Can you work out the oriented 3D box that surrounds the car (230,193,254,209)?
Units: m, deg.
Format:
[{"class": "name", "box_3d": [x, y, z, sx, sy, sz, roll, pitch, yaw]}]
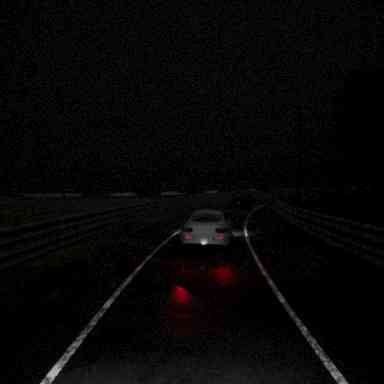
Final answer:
[{"class": "car", "box_3d": [5.193, 0.866, 34.135, 1.882, 1.535, 5.008, 0, 2, 17]}]

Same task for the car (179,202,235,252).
[{"class": "car", "box_3d": [0.659, 1.341, 12.976, 1.812, 1.442, 4.674, 0, 1, 7]}]
